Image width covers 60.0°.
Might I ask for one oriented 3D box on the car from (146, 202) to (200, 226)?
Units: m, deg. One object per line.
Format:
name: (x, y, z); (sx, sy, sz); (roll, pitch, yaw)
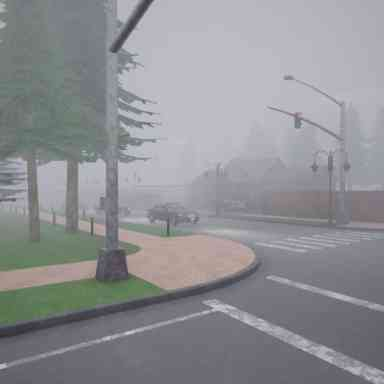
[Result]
car: (-1.428, 1.477, 23.361); (2.128, 1.511, 4.902); (0, 0, -37)

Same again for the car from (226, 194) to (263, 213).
car: (6.202, 1.160, 34.767); (4.605, 1.855, 1.932); (0, 0, -37)

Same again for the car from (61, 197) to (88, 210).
car: (-14.373, 1.337, 40.576); (2.097, 1.767, 4.553); (0, 0, -38)

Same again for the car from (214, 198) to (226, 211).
car: (4.382, 1.161, 36.545); (3.866, 1.878, 1.905); (0, 0, -37)

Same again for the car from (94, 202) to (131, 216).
car: (-7.565, 1.587, 31.571); (1.895, 1.301, 4.718); (0, 0, -37)
